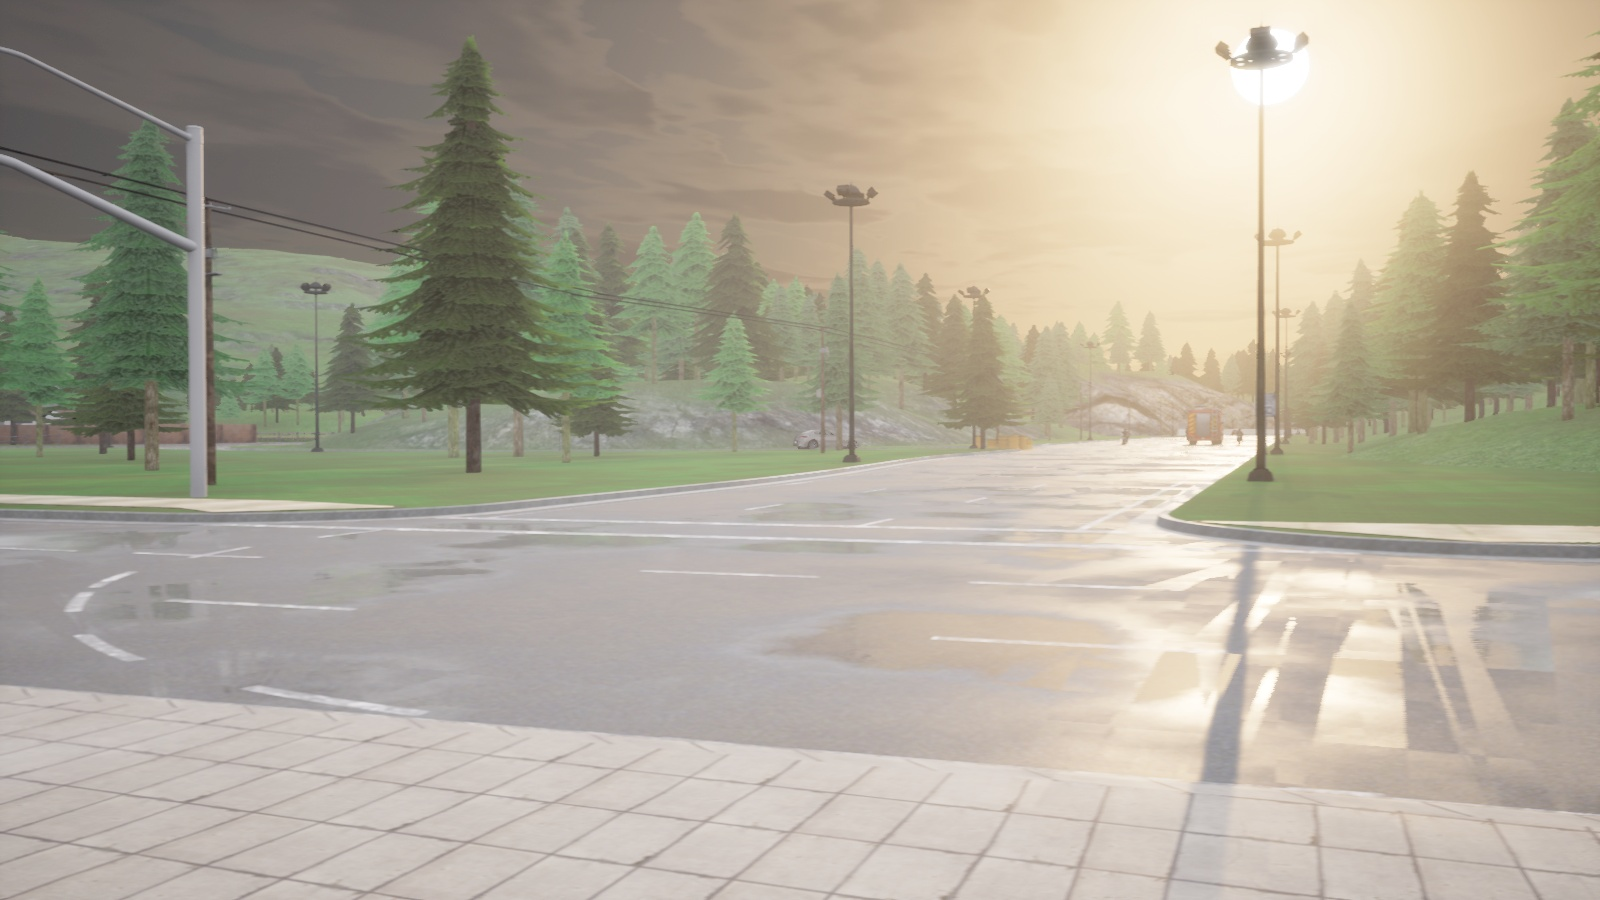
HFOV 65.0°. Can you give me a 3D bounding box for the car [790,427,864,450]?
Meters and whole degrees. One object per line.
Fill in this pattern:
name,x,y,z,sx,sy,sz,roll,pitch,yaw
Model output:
car,1.982,-0.883,93.032,5.027,1.651,2.152,0,1,-21
